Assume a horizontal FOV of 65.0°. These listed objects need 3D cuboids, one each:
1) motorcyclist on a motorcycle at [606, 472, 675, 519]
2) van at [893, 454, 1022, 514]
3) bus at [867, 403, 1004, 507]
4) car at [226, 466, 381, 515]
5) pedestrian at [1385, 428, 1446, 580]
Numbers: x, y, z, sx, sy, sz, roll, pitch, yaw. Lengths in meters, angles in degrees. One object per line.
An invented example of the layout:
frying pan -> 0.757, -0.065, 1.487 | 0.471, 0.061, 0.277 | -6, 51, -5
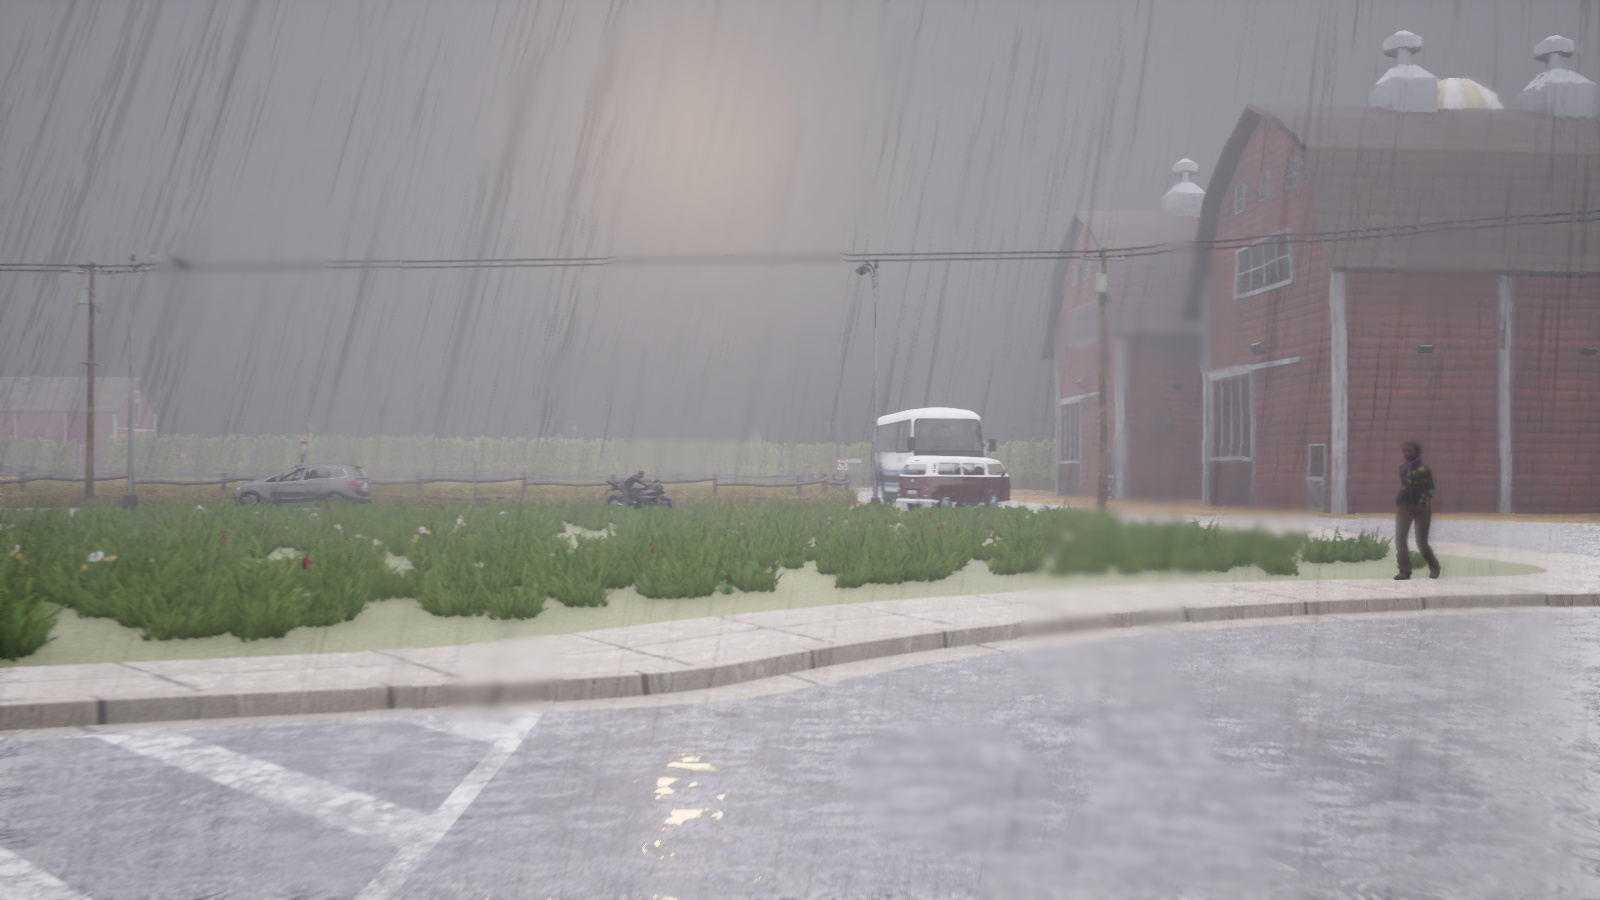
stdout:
motorcyclist on a motorcycle -> -5.259, 1.497, 41.508 | 2.191, 1.530, 0.866 | 0, -1, -3
van -> 5.718, 1.193, 45.394 | 4.480, 2.038, 2.069 | 0, -1, -39
bus -> 5.822, 0.274, 56.524 | 3.944, 4.253, 10.273 | 0, -1, -6
car -> -17.400, 1.392, 44.217 | 4.611, 1.667, 2.242 | 0, -1, -4
pedestrian -> 7.985, 0.687, 16.296 | 0.692, 1.930, 0.395 | 0, -1, -33
